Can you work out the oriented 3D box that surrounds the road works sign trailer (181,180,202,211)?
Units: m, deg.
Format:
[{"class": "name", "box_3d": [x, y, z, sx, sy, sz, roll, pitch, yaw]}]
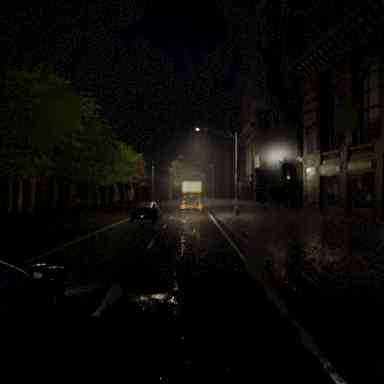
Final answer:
[{"class": "road works sign trailer", "box_3d": [-0.019, 0.433, 39.289, 2.380, 3.560, 2.880, 0, 0, 0]}]

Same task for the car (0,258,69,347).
[{"class": "car", "box_3d": [-3.402, 1.543, 4.291, 2.033, 1.411, 5.357, 0, 0, 0]}]

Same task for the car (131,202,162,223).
[{"class": "car", "box_3d": [-3.412, 1.467, 25.260, 2.128, 1.511, 4.902, 0, 0, 0]}]
